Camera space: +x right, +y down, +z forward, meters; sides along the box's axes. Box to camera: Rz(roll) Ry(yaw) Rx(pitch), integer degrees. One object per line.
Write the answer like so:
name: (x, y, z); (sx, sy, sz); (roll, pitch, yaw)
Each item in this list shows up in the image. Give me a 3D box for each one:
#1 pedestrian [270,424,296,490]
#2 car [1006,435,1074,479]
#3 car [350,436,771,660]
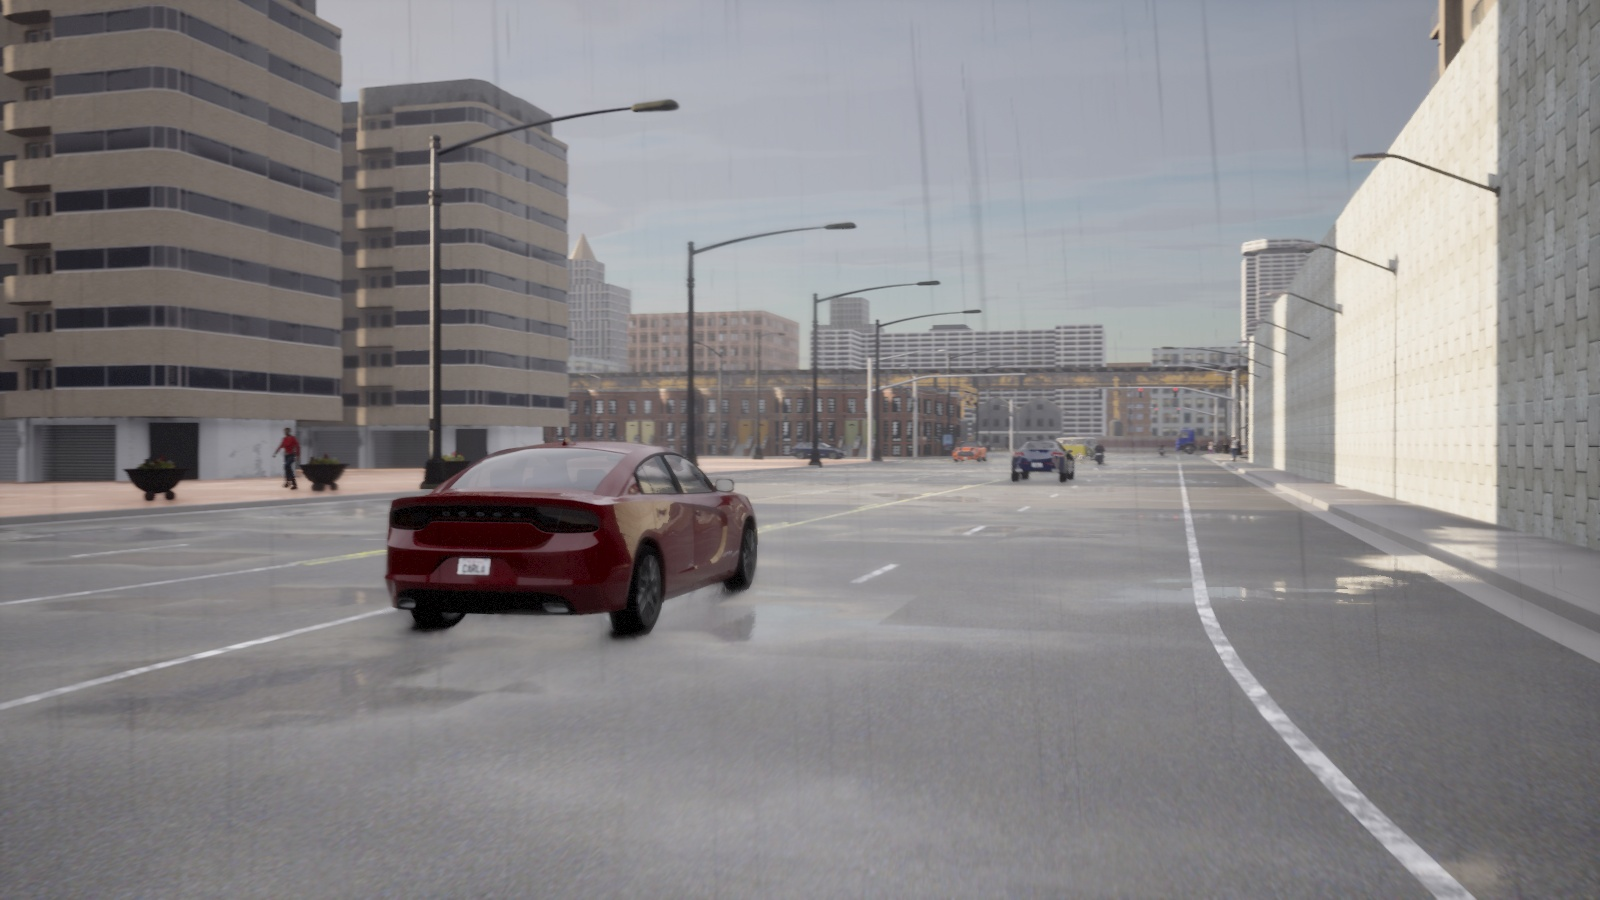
pedestrian: (-14.637, 0.193, 35.562); (0.331, 1.846, 0.636); (0, 0, 19)
car: (9.560, 0.262, 49.788); (2.152, 1.651, 5.027); (0, 0, 17)
car: (-1.777, 0.657, 11.279); (1.882, 1.535, 5.008); (0, 0, 12)
